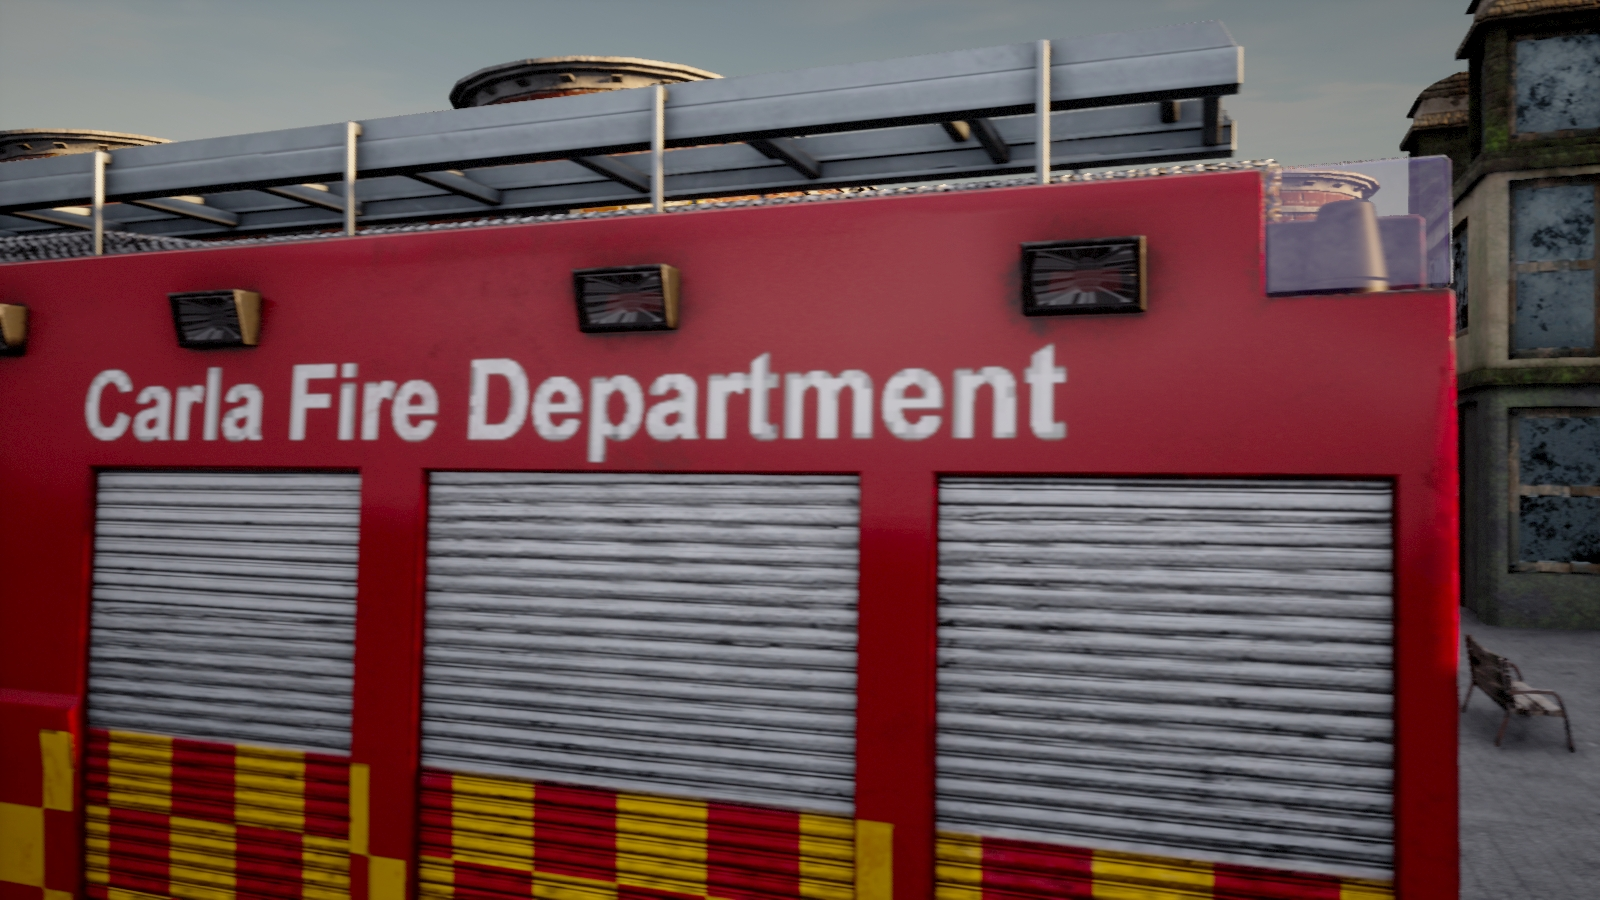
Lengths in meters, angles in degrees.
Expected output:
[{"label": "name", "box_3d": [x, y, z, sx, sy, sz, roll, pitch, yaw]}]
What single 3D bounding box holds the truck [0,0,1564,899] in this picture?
[{"label": "truck", "box_3d": [-2.228, 0.671, 4.693, 8.468, 3.827, 2.891, 0, 0, 20]}]
